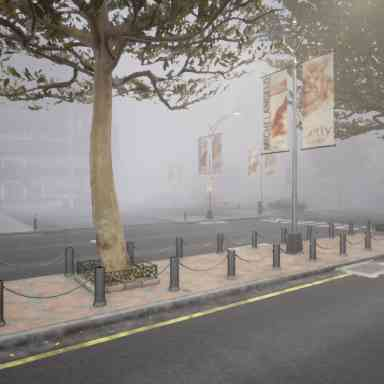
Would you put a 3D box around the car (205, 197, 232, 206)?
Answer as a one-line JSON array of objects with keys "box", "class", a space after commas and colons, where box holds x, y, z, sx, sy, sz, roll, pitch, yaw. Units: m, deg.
[{"box": [4.394, 1.526, 55.708, 1.812, 1.442, 4.674, 0, 0, -36], "class": "car"}]

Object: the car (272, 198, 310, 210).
[{"box": [12.943, 1.525, 43.706, 1.812, 1.442, 4.674, 0, 0, -35], "class": "car"}]

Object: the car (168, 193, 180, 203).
[{"box": [-5.015, 1.219, 67.942, 5.566, 2.045, 2.150, 0, 0, 44], "class": "car"}]

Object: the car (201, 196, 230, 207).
[{"box": [3.335, 1.351, 51.166, 2.097, 1.767, 4.553, 0, 0, -36], "class": "car"}]

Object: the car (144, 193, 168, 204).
[{"box": [-7.417, 1.351, 65.084, 4.553, 1.767, 2.097, 0, 0, 44], "class": "car"}]

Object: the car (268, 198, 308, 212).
[{"box": [11.204, 1.601, 39.201, 1.895, 1.301, 4.718, 0, 0, -29], "class": "car"}]
